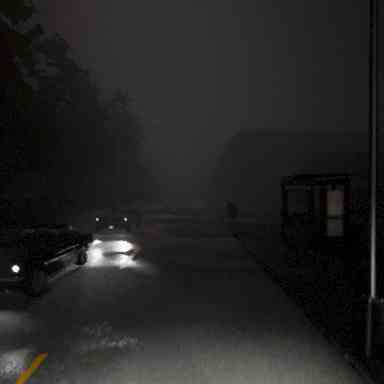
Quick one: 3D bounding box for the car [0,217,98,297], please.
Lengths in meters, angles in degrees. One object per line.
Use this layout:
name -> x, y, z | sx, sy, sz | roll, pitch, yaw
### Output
car -> -4.103, 1.537, 8.516 | 1.895, 1.301, 4.718 | 0, 0, 0

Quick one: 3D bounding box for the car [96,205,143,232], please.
car -> -4.087, 1.457, 19.073 | 1.895, 1.301, 4.718 | 0, 0, 0
